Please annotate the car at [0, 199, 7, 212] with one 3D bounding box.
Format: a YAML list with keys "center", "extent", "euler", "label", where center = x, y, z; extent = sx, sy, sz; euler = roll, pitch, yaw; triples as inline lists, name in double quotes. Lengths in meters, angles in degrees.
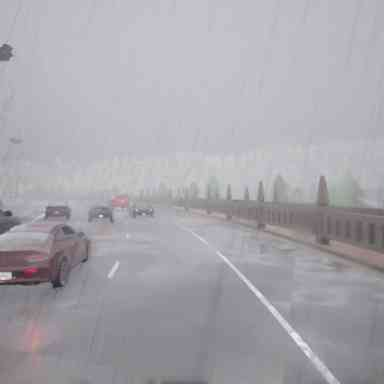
- center: [-23.856, 1.657, 40.525]
  extent: [2.033, 1.411, 5.357]
  euler: [0, 0, -26]
  label: "car"

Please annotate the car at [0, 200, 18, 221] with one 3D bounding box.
- center: [-7.766, 1.257, 11.394]
  extent: [2.150, 2.045, 5.566]
  euler: [0, 0, -7]
  label: "car"

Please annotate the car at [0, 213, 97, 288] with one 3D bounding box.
- center: [-4.047, 1.545, 9.066]
  extent: [1.812, 1.442, 4.674]
  euler: [0, 0, -5]
  label: "car"

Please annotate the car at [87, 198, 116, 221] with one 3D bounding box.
- center: [-7.403, 1.544, 27.080]
  extent: [1.837, 1.490, 4.892]
  euler: [0, 0, -15]
  label: "car"

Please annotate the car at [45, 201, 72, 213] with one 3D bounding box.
- center: [-11.774, 1.535, 29.471]
  extent: [1.882, 1.535, 5.008]
  euler: [0, 0, -17]
  label: "car"

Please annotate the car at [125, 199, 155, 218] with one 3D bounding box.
- center: [-4.766, 1.630, 30.612]
  extent: [1.895, 1.301, 4.718]
  euler: [0, 0, -17]
  label: "car"

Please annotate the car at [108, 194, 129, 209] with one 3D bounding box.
- center: [-9.639, 1.276, 43.594]
  extent: [2.150, 2.045, 5.566]
  euler: [0, 0, -24]
  label: "car"
